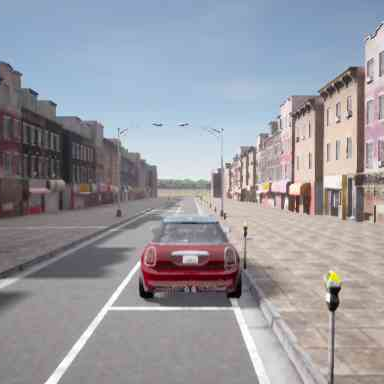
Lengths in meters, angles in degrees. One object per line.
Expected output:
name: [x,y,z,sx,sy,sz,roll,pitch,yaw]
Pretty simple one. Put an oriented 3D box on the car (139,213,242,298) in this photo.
car: [-0.033,1.340,8.621,2.097,1.767,4.553,0,0,0]
